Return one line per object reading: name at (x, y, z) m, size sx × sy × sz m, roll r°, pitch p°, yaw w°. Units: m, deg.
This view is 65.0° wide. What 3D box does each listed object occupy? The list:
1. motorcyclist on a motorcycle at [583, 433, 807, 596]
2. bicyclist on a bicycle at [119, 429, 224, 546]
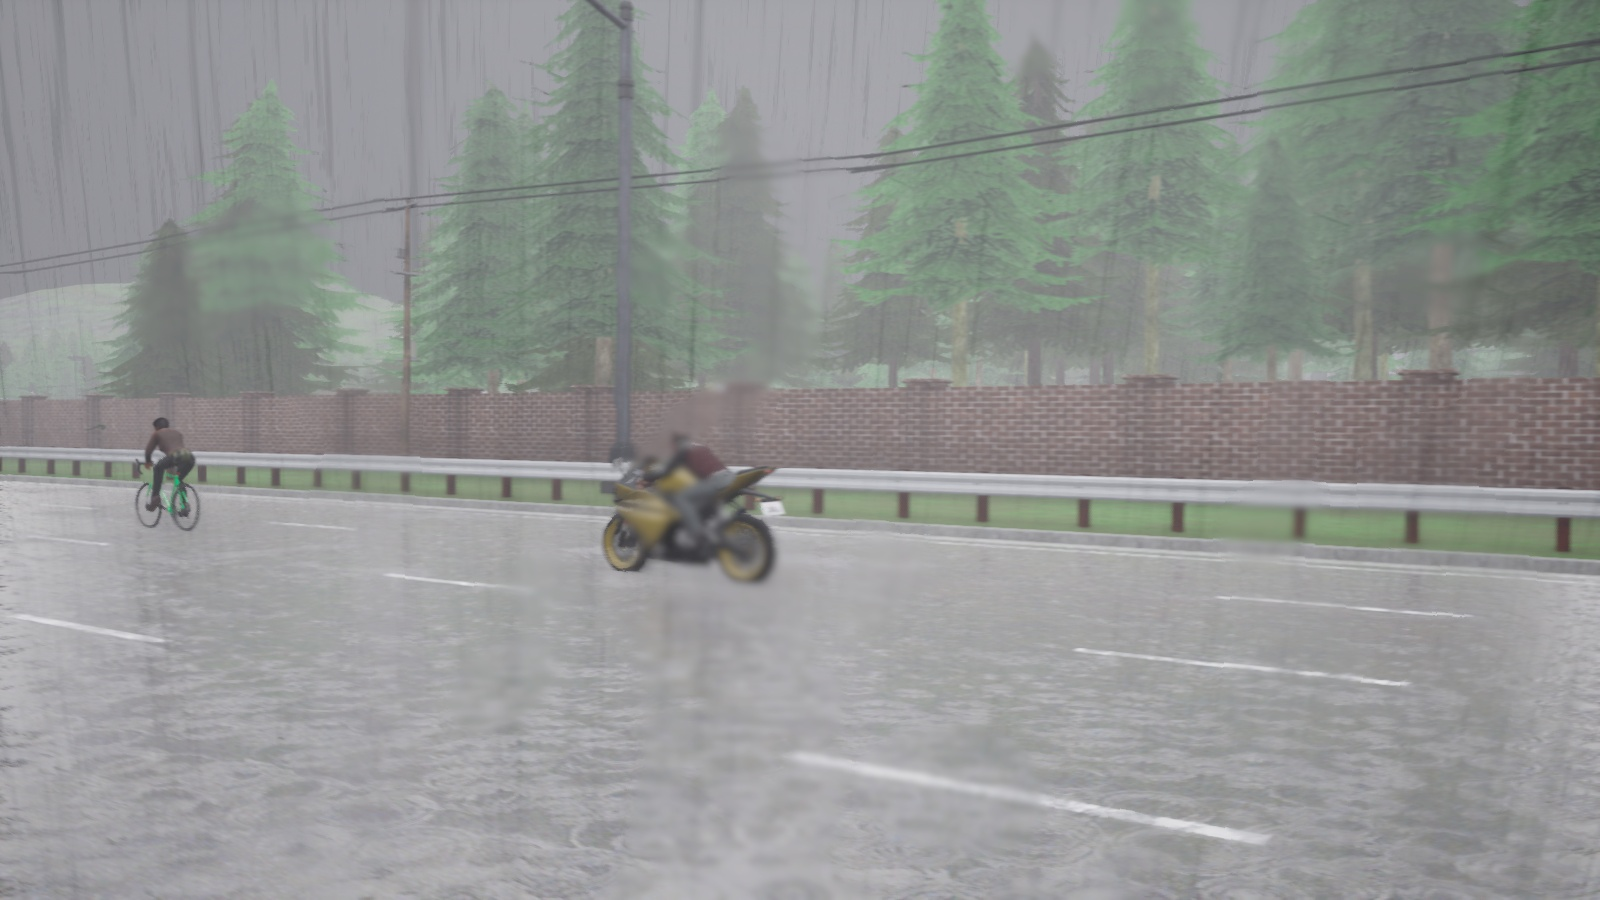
motorcyclist on a motorcycle at (-1.086, 0.603, 12.748) m, size 2.191 × 1.530 × 0.866 m, roll 0°, pitch 1°, yaw 34°
bicyclist on a bicycle at (-9.030, 0.521, 18.025) m, size 1.656 × 1.620 × 0.582 m, roll 0°, pitch 1°, yaw 34°
